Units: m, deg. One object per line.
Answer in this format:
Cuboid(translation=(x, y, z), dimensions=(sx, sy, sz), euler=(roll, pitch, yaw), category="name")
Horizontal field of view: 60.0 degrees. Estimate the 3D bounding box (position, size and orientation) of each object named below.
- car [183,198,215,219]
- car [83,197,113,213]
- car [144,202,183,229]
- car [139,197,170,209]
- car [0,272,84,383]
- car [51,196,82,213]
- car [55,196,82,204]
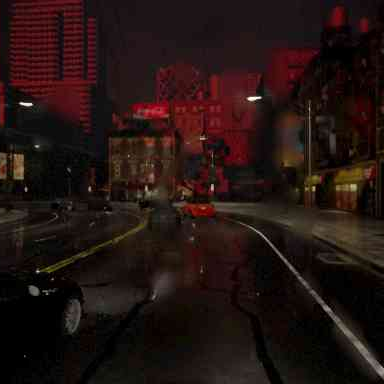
Cuboid(translation=(0.491, 1.348, 29.364), dimensions=(2.097, 1.767, 4.553), euler=(0, 0, -12), category="car")
Cuboid(translation=(-10.471, 1.557, 37.612), dimensions=(1.994, 1.385, 4.181), euler=(0, 0, -32), category="car")
Cuboid(translation=(-1.769, 1.560, 21.798), dimensions=(1.994, 1.385, 4.181), euler=(0, 0, -3), category="car")
Cuboid(translation=(-5.212, 1.484, 42.476), dimensions=(2.128, 1.511, 4.902), euler=(0, 0, -32), category="car")
Cuboid(translation=(-2.860, 1.525, 3.614), dimensions=(1.812, 1.442, 4.674), euler=(0, 0, 6), category="car")
Cuboid(translation=(-14.528, 1.486, 37.520), dimensions=(2.128, 1.511, 4.902), euler=(0, 0, -36), category="car")
Cuboid(translation=(-22.994, 1.508, 61.938), dimensions=(4.674, 1.452, 2.002), euler=(0, 0, 25), category="car")
